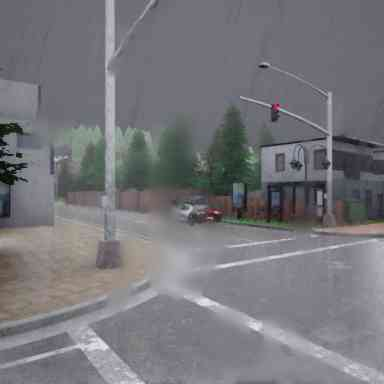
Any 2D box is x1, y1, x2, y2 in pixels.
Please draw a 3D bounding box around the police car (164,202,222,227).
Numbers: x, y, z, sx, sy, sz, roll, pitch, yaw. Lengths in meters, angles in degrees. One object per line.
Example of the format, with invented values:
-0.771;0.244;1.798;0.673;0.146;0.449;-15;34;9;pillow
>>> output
-0.187;1.494;22.712;2.038;1.542;4.974;0;0;-34;police car
